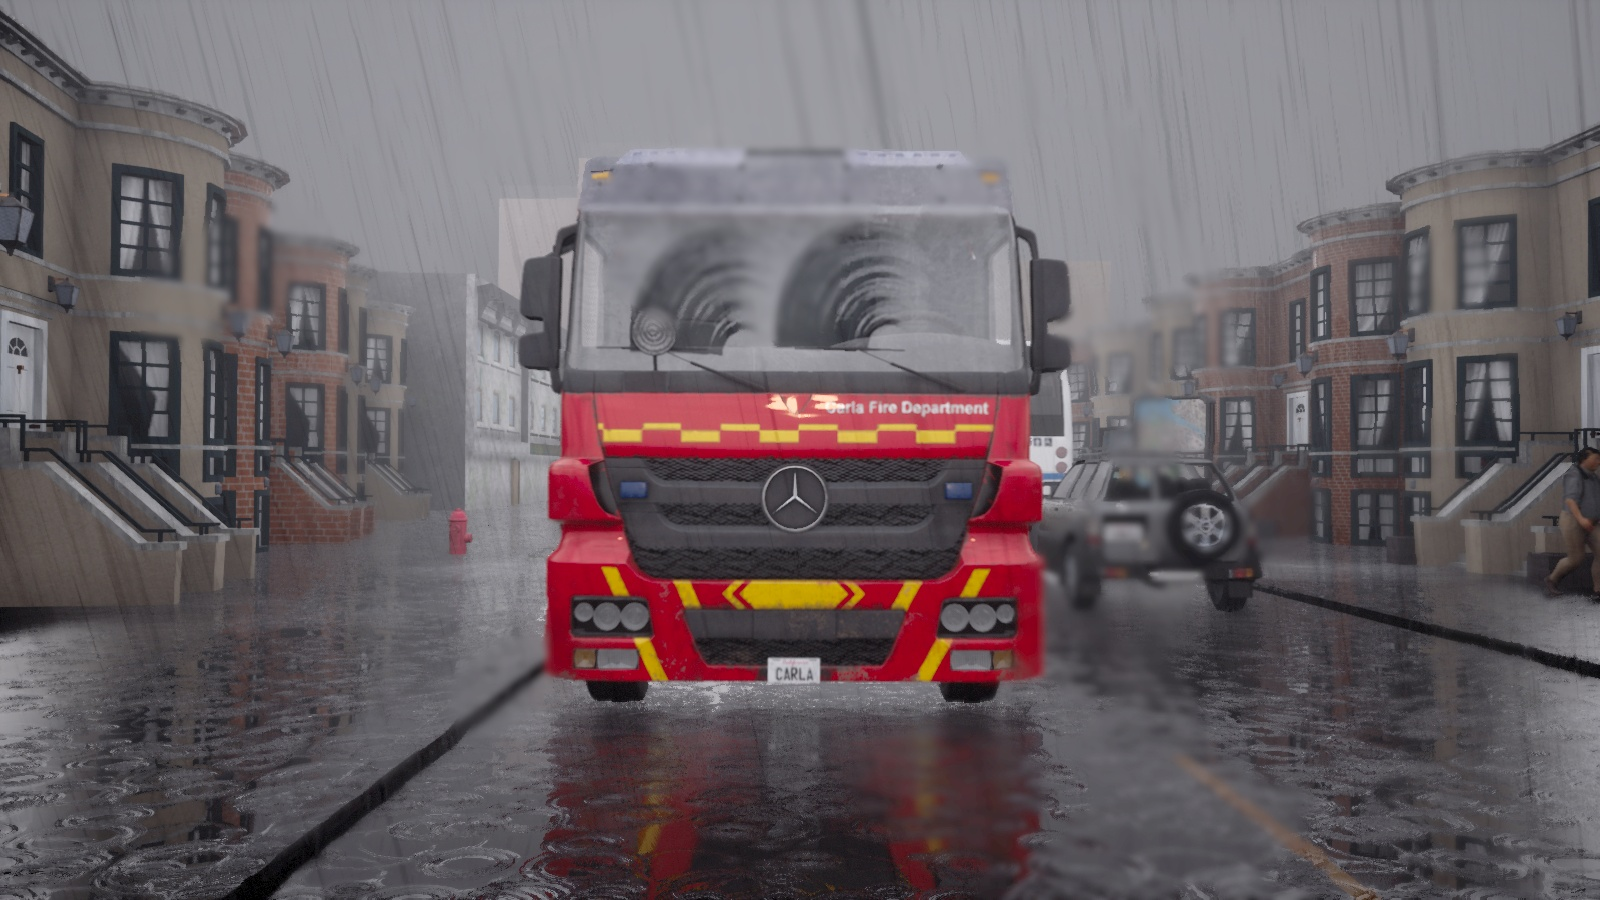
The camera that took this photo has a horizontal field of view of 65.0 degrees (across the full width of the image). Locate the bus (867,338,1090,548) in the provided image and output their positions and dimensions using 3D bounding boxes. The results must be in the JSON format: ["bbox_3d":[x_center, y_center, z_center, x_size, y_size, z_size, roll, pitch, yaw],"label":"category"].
[{"bbox_3d":[3.907,-0.063,30.721,3.944,4.253,10.273,0,-1,0],"label":"bus"}]

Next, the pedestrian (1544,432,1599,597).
[{"bbox_3d":[9.138,0.731,14.550,0.540,1.848,0.694,0,-1,-15],"label":"pedestrian"}]

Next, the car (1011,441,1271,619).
[{"bbox_3d":[3.955,0.874,15.452,1.932,1.855,4.605,0,-1,0],"label":"car"}]

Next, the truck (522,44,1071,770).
[{"bbox_3d":[-0.036,-0.168,10.871,2.891,3.827,8.468,0,-1,0],"label":"truck"}]
